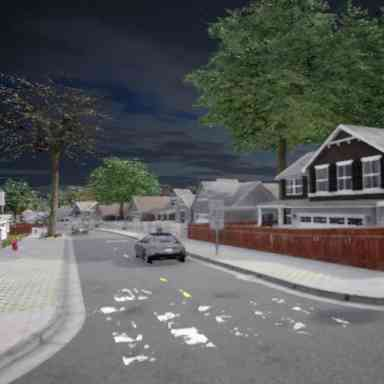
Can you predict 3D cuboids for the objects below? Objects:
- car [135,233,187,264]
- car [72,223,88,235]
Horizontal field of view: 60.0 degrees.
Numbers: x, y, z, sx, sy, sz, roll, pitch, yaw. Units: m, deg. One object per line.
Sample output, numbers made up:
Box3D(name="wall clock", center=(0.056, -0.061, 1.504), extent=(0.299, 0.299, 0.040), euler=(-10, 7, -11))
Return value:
Box3D(name="car", center=(-1.741, 2.837, 17.398), extent=(1.994, 1.385, 4.181), euler=(1, -5, -19))
Box3D(name="car", center=(-15.444, 5.069, 45.776), extent=(2.128, 1.511, 4.902), euler=(1, -5, -23))
